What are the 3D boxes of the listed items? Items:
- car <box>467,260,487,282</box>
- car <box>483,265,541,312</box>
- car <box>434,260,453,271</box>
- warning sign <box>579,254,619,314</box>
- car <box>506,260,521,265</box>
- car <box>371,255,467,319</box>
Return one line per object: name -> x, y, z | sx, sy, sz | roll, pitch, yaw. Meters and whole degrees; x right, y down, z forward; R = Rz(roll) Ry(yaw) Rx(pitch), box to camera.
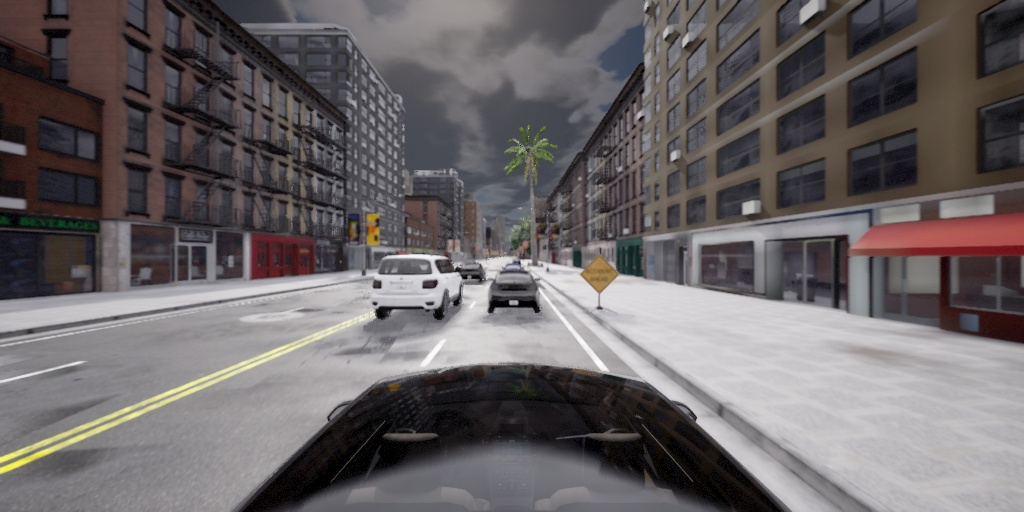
car -> -3.165, 1.311, 29.264 | 1.837, 1.490, 4.892 | 0, 0, 0
car -> 0.077, 1.273, 14.209 | 1.837, 1.490, 4.892 | 0, 0, 0
car -> -9.803, 1.364, 51.524 | 1.837, 1.490, 4.892 | 0, 0, 0
warning sign -> 2.855, 0.877, 11.749 | 1.300, 1.860, 1.060 | 0, 0, 0
car -> 0.090, 1.332, 30.278 | 1.812, 1.442, 4.674 | 0, 0, 0
car -> -3.180, 0.987, 13.043 | 2.150, 2.045, 5.566 | 0, 0, 0
